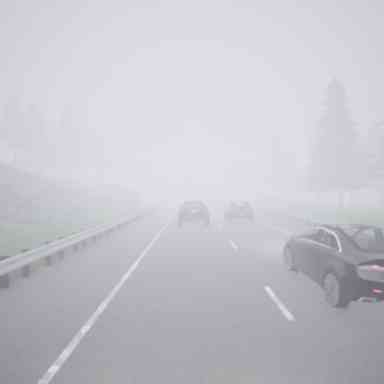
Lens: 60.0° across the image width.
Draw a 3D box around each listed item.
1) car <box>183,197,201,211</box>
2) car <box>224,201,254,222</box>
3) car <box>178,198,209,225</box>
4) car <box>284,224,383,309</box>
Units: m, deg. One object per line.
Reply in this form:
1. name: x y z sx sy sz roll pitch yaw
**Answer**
1. car: -0.094 1.464 41.677 2.128 1.511 4.902 0 0 -1
2. car: 3.602 1.475 26.119 2.128 1.511 4.902 0 0 0
3. car: 0.105 1.336 23.663 2.097 1.767 4.553 0 0 0
4. car: 3.601 1.487 7.831 2.128 1.511 4.902 0 0 0
